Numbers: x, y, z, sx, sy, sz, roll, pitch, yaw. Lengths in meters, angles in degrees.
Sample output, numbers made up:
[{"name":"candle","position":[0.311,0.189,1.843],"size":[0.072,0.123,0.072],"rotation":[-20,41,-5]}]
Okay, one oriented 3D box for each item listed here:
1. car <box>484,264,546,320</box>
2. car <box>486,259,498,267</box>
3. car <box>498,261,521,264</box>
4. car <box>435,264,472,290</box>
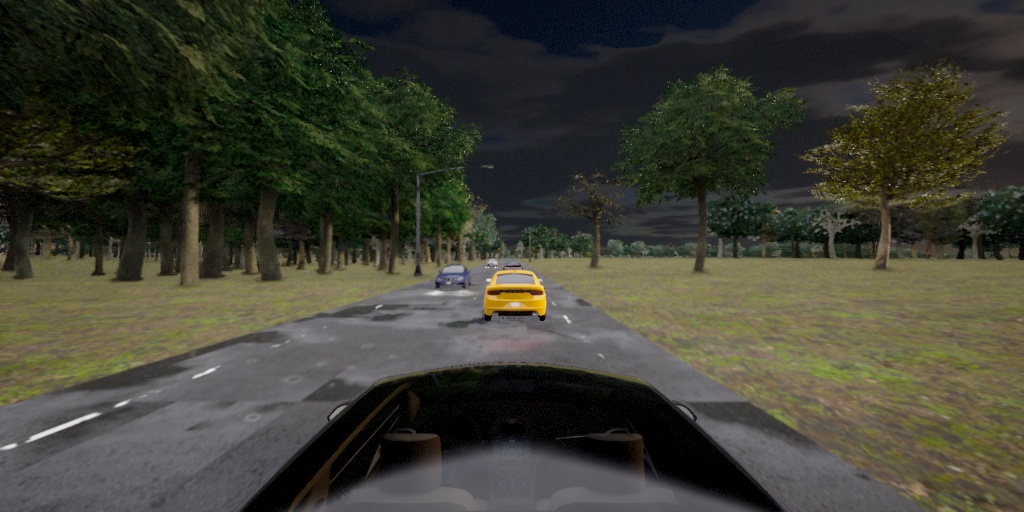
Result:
[{"name":"car","position":[0.087,1.230,12.677],"size":[1.882,1.535,5.008],"rotation":[0,0,0]},{"name":"car","position":[-3.535,1.247,64.612],"size":[1.812,1.442,4.674],"rotation":[0,0,1]},{"name":"car","position":[0.084,1.239,33.246],"size":[2.128,1.511,4.902],"rotation":[0,0,0]},{"name":"car","position":[-3.613,1.276,22.824],"size":[1.812,1.442,4.674],"rotation":[0,0,0]}]
